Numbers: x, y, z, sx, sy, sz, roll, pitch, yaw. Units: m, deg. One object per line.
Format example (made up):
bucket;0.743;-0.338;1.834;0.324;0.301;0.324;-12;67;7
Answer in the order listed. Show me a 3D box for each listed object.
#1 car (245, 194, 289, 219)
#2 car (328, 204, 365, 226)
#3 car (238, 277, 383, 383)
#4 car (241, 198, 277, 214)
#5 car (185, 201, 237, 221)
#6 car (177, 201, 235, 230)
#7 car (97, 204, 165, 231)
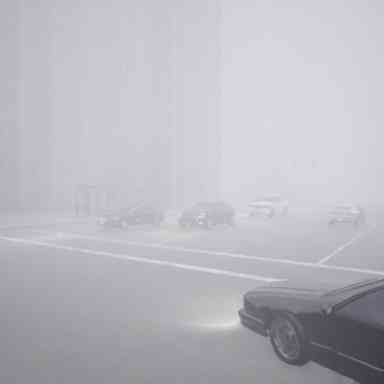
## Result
car;7.082;1.254;30.554;2.150;2.045;5.566;0;0;35
car;11.032;1.571;23.686;1.812;1.442;4.674;0;0;35
car;2.923;1.567;3.572;2.033;1.411;5.357;0;-1;-35
car;7.606;1.518;37.398;2.128;1.511;4.902;0;0;35
car;1.824;1.574;29.128;2.033;1.411;5.357;0;0;35
car;1.004;1.385;21.807;2.097;1.767;4.553;0;0;35
car;-3.757;1.519;21.133;2.128;1.511;4.902;0;0;36
